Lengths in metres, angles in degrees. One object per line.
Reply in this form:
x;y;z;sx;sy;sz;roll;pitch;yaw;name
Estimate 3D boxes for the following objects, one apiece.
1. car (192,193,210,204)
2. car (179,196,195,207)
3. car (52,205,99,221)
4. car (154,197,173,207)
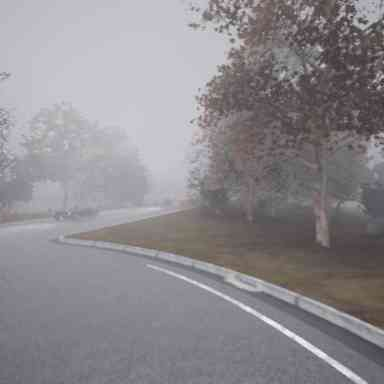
1.791;1.198;63.577;2.150;2.045;5.566;-1;0;14;car
-0.586;1.500;53.464;1.882;1.535;5.008;-1;0;14;car
-10.153;1.797;29.275;1.895;1.301;4.718;-1;0;14;car
-4.473;1.586;52.697;2.128;1.511;4.902;-1;0;14;car
